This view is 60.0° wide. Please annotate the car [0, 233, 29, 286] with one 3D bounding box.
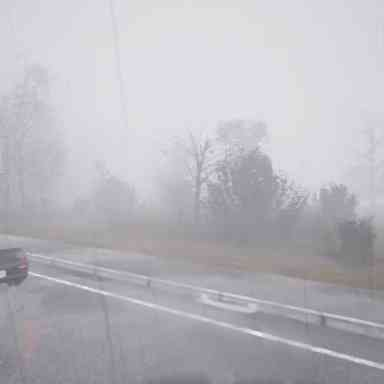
[{"bbox_3d":[-5.826,1.528,8.150,4.674,1.442,1.812,0,0,36],"label":"car"}]
